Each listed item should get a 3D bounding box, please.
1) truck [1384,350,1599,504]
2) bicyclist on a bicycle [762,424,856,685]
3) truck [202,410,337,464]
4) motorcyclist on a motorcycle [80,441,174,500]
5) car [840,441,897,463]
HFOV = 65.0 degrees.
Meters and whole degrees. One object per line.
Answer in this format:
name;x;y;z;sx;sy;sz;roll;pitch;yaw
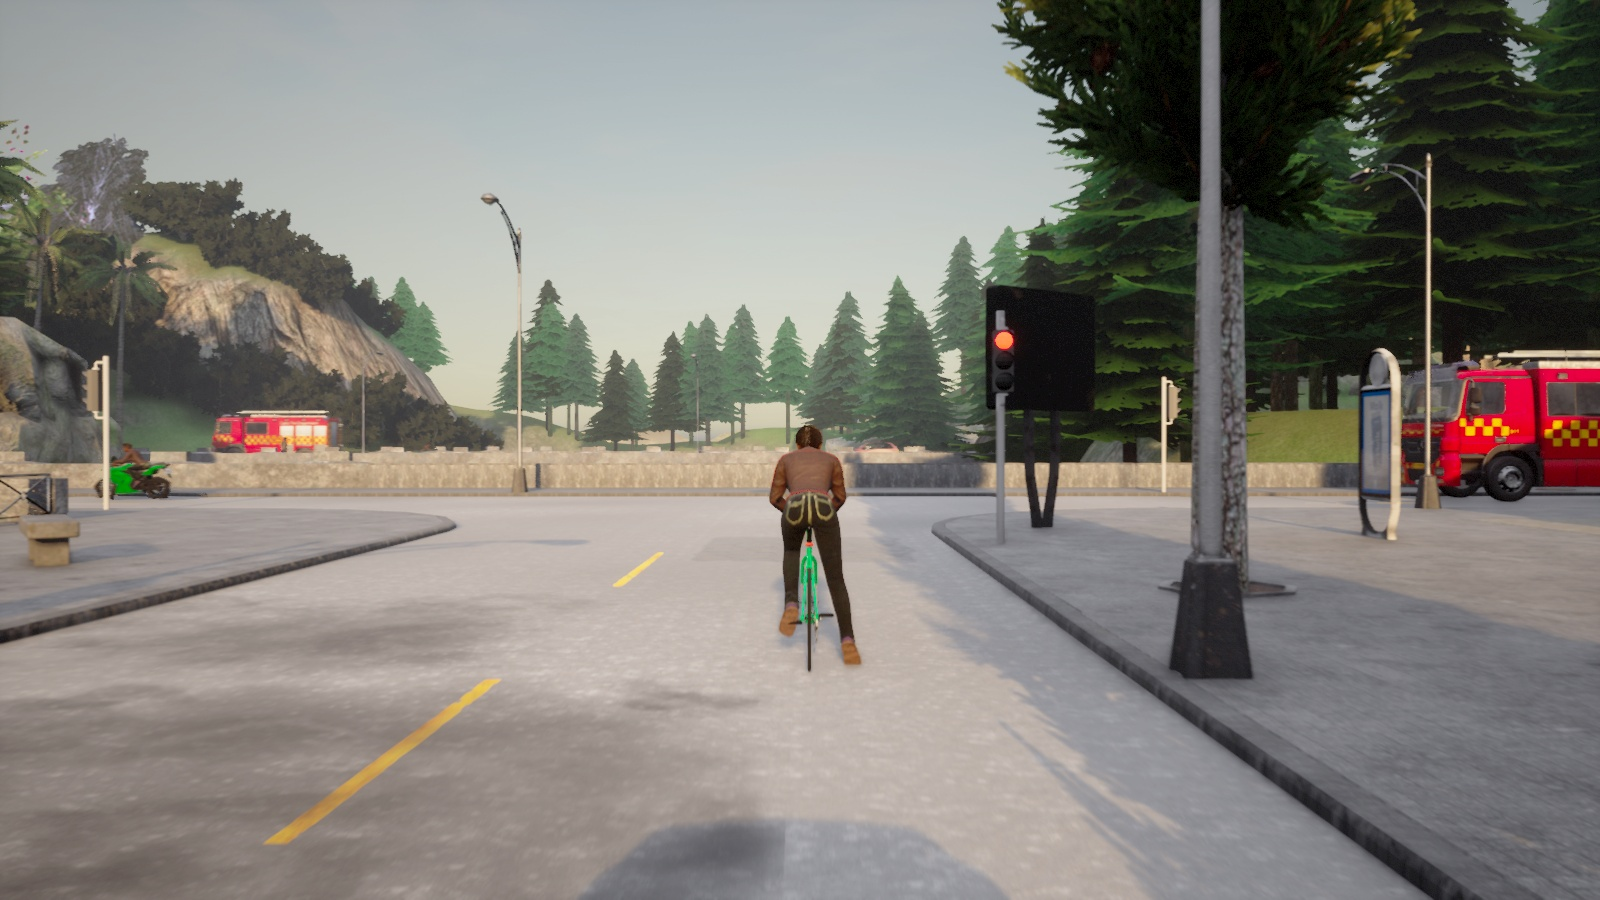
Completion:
truck;20.084;-0.586;32.610;8.468;3.827;2.891;0;0;0
bicyclist on a bicycle;0.063;0.651;8.625;0.582;1.620;1.656;0;0;0
truck;-38.136;-0.959;90.463;8.468;3.827;2.891;0;0;0
motorcyclist on a motorcycle;-17.593;0.529;32.854;2.044;1.523;0.797;0;0;0
car;4.923;0.140;90.243;3.988;1.617;1.851;0;0;0
